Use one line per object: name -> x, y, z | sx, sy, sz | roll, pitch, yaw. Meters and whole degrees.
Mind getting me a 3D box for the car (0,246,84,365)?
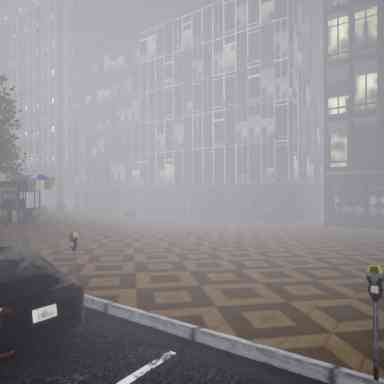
car -> -3.549, 1.566, 5.405 | 4.313, 1.339, 1.947 | 0, 0, 35
